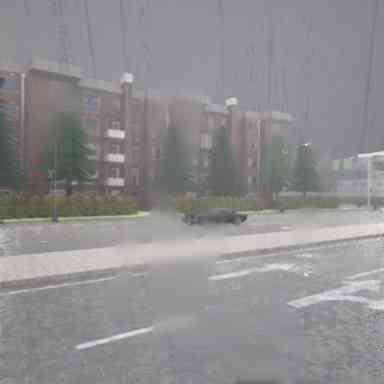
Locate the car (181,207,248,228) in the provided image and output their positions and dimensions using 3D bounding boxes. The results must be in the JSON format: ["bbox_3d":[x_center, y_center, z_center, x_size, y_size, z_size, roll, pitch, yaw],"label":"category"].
[{"bbox_3d":[1.616,1.768,23.466,4.718,1.301,1.895,1,0,-35],"label":"car"}]
